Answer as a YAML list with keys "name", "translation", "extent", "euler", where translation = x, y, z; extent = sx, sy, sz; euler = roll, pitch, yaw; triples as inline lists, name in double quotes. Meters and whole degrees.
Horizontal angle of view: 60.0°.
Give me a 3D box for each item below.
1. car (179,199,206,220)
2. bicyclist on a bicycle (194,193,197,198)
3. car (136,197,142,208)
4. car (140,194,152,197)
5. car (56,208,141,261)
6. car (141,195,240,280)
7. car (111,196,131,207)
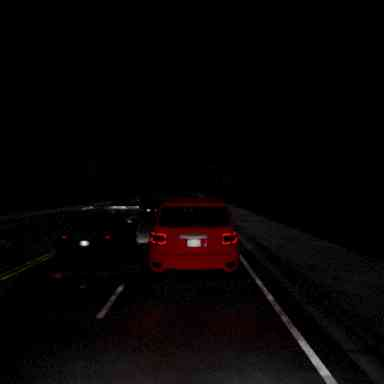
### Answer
- name: "car"
  translation: [0.057, 1.370, 27.130]
  extent: [2.033, 1.411, 5.357]
  euler: [0, 0, 0]
- name: "bicyclist on a bicycle"
  translation: [0.865, 0.939, 89.971]
  extent: [0.866, 1.612, 1.509]
  euler: [0, 0, 0]
- name: "car"
  translation: [-3.192, 1.370, 27.107]
  extent: [2.033, 1.411, 5.357]
  euler: [0, 0, 0]
- name: "car"
  translation: [-6.599, 1.060, 47.599]
  extent: [2.097, 1.767, 4.553]
  euler: [0, 0, 0]
- name: "car"
  translation: [-3.189, 1.481, 11.911]
  extent: [1.994, 1.385, 4.181]
  euler: [0, 0, 0]
- name: "car"
  translation: [0.050, 1.154, 9.815]
  extent: [2.150, 2.045, 5.566]
  euler: [0, 1, 0]
- name: "car"
  translation: [-9.857, 1.262, 46.490]
  extent: [2.033, 1.411, 5.357]
  euler: [0, 0, 0]
